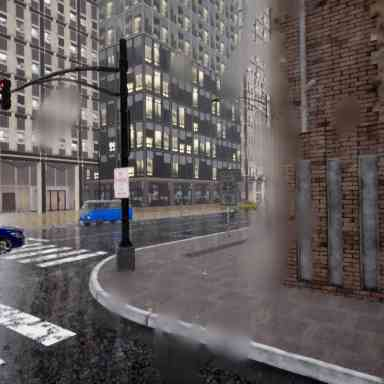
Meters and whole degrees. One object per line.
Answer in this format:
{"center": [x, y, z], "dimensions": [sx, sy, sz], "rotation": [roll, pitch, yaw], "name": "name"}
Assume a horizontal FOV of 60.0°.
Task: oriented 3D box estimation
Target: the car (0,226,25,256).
{"center": [-8.431, 1.527, 11.590], "dimensions": [4.674, 1.442, 1.812], "rotation": [0, 1, -32], "name": "car"}

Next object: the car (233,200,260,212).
{"center": [6.812, 1.689, 41.400], "dimensions": [1.752, 1.417, 4.829], "rotation": [-2, -1, 36], "name": "car"}

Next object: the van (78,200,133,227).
{"center": [-6.020, 1.460, 23.488], "dimensions": [1.690, 1.788, 3.998], "rotation": [-2, -1, 36], "name": "van"}
